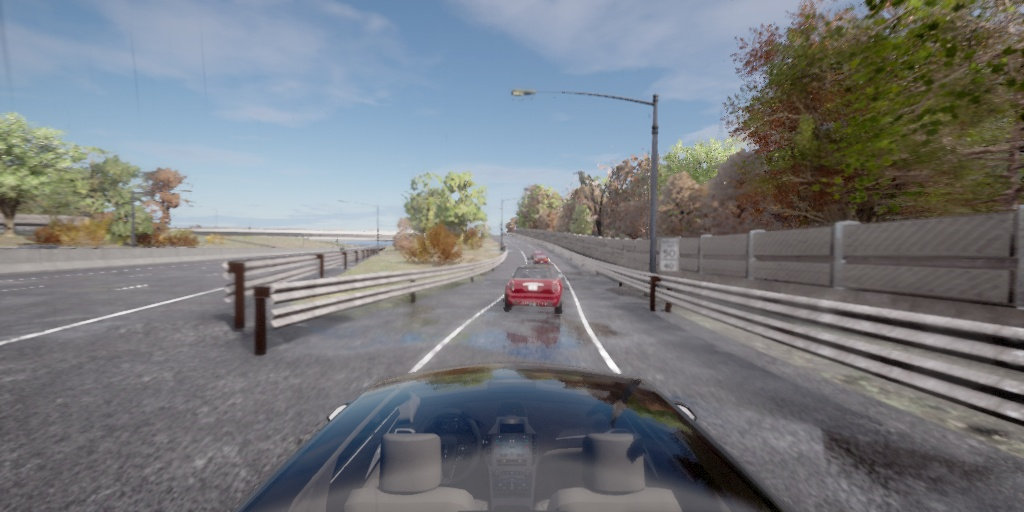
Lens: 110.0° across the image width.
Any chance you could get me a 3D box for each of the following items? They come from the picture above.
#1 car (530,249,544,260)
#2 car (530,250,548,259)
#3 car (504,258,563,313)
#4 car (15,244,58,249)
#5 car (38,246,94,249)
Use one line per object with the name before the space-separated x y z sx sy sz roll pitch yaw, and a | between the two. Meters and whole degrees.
car | 3.862 -0.264 55.658 1.812 1.442 4.674 1 5 0
car | 3.616 0.439 45.259 1.812 1.442 4.674 1 3 2
car | 0.977 1.127 14.531 2.097 1.767 4.553 1 0 7
car | -41.426 -0.198 30.995 2.097 1.767 4.553 0 1 -19
car | -38.032 0.013 31.878 2.033 1.411 5.357 0 1 -19
